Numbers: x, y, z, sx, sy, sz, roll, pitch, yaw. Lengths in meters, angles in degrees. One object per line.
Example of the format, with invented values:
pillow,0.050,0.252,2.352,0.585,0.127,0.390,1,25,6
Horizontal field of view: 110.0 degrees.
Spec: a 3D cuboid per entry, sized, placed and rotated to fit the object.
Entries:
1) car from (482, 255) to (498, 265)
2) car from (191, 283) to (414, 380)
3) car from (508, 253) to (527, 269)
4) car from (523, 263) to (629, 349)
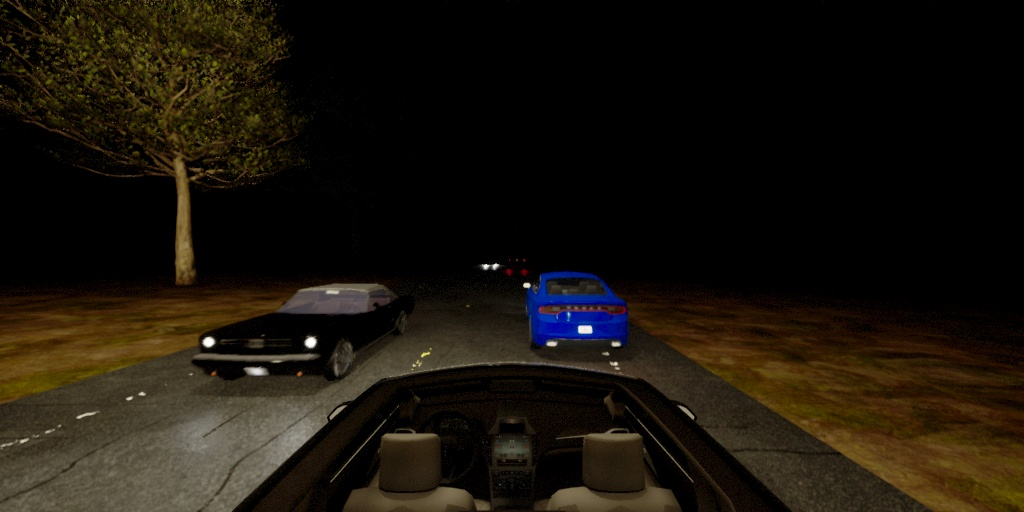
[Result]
car,-2.966,0.504,50.130,1.994,1.385,4.181,0,1,1
car,-3.515,1.260,7.172,1.895,1.301,4.718,0,1,1
car,0.579,0.454,40.888,2.097,1.767,4.553,0,1,1
car,1.329,1.114,8.830,1.882,1.535,5.008,0,1,1
